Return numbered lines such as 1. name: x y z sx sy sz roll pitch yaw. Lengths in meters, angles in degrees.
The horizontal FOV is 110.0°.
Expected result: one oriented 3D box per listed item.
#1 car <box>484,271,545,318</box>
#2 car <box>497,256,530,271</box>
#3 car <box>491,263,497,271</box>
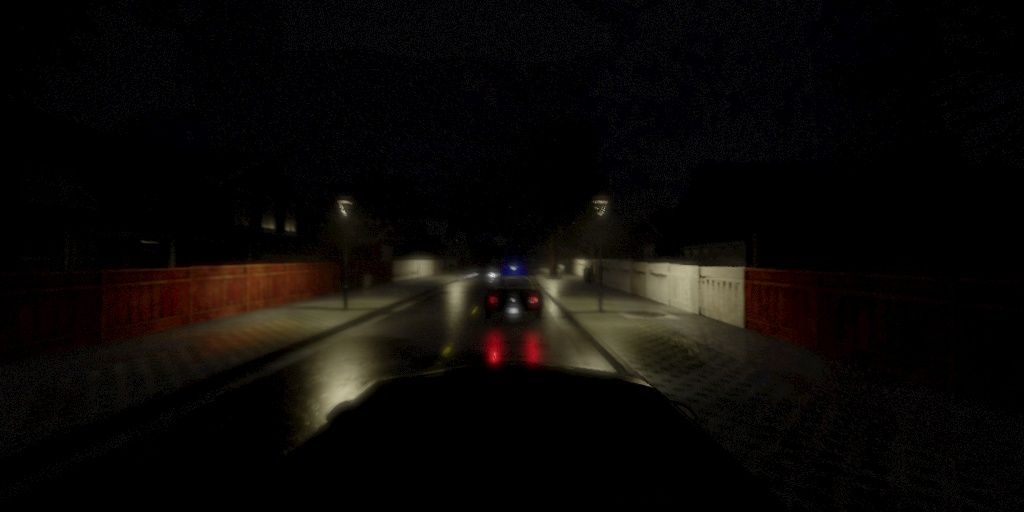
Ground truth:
1. car: 0.073 1.382 13.136 1.895 1.301 4.718 0 0 0
2. car: 0.279 1.045 29.104 2.150 2.045 5.566 0 0 2
3. car: -1.456 1.481 46.037 1.895 1.301 4.718 0 0 6
